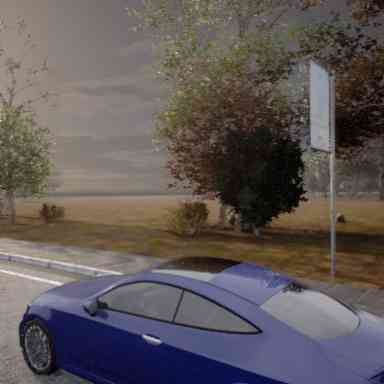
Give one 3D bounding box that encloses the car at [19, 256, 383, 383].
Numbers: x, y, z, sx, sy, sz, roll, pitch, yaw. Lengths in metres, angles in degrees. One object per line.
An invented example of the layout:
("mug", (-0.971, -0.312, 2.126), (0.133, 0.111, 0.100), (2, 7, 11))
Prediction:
("car", (-0.098, 1.515, 3.900), (4.674, 1.442, 1.812), (0, 0, 34))
